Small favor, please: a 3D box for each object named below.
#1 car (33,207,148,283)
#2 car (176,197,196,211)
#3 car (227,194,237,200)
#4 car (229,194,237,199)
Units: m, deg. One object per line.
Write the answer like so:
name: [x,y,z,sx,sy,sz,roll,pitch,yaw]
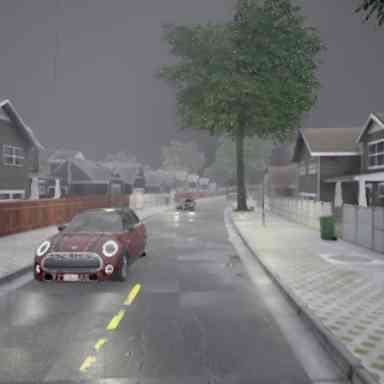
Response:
car: [-2.611,1.293,9.614,2.097,1.767,4.553,0,0,2]
car: [-0.589,1.364,36.804,1.837,1.490,4.892,0,0,7]
car: [9.509,1.263,81.124,1.994,1.385,4.181,0,0,10]
car: [11.308,1.192,91.032,1.994,1.385,4.181,0,0,10]
